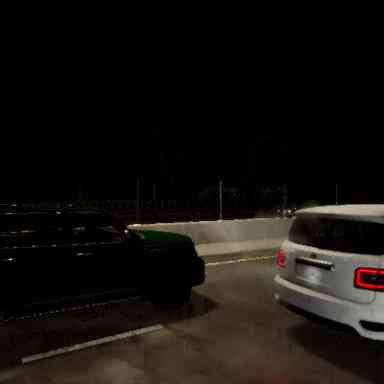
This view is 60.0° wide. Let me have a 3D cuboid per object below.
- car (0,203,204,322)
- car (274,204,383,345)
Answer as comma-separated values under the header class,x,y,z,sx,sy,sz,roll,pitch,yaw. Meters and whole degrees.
class,x,y,z,sx,sy,sz,roll,pitch,yaw
car,-2.419,1.223,6.185,5.566,2.045,2.150,0,0,-34
car,4.027,1.235,6.072,5.566,2.045,2.150,0,0,-30
